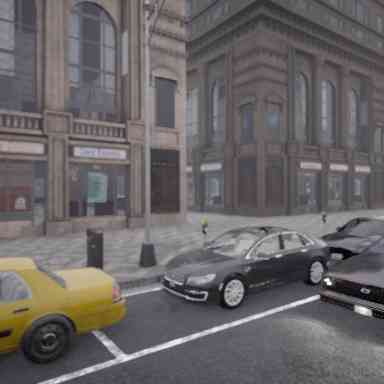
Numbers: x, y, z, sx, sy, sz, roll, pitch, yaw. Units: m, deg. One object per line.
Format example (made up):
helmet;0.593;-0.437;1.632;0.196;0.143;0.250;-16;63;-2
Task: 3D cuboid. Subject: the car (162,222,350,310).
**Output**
car;1.406;1.505;7.638;4.403;1.369;2.008;-1;1;-35

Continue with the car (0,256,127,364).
car;-3.297;1.528;4.294;4.829;1.417;1.752;-1;1;-35

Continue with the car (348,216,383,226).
car;5.972;1.474;10.884;4.313;1.339;1.947;-1;1;-35

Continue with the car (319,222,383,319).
car;4.897;1.482;6.853;5.357;1.411;2.033;-1;0;-35
